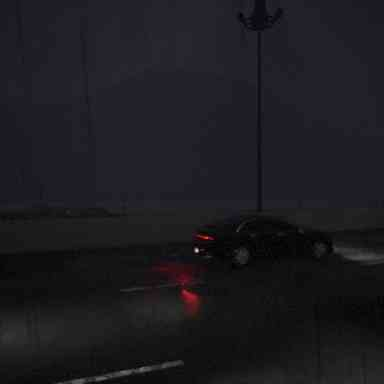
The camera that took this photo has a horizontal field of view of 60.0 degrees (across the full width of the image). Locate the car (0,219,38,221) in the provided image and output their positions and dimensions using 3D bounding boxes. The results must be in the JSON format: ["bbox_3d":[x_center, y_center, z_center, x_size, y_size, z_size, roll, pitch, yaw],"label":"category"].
[{"bbox_3d":[-10.266,1.586,21.358,4.718,1.301,1.895,0,0,-19],"label":"car"}]

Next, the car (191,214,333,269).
[{"bbox_3d":[2.374,1.492,10.957,4.892,1.490,1.837,0,0,-22],"label":"car"}]

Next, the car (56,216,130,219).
[{"bbox_3d":[-6.018,1.585,19.160,4.718,1.301,1.895,0,0,-20],"label":"car"}]
